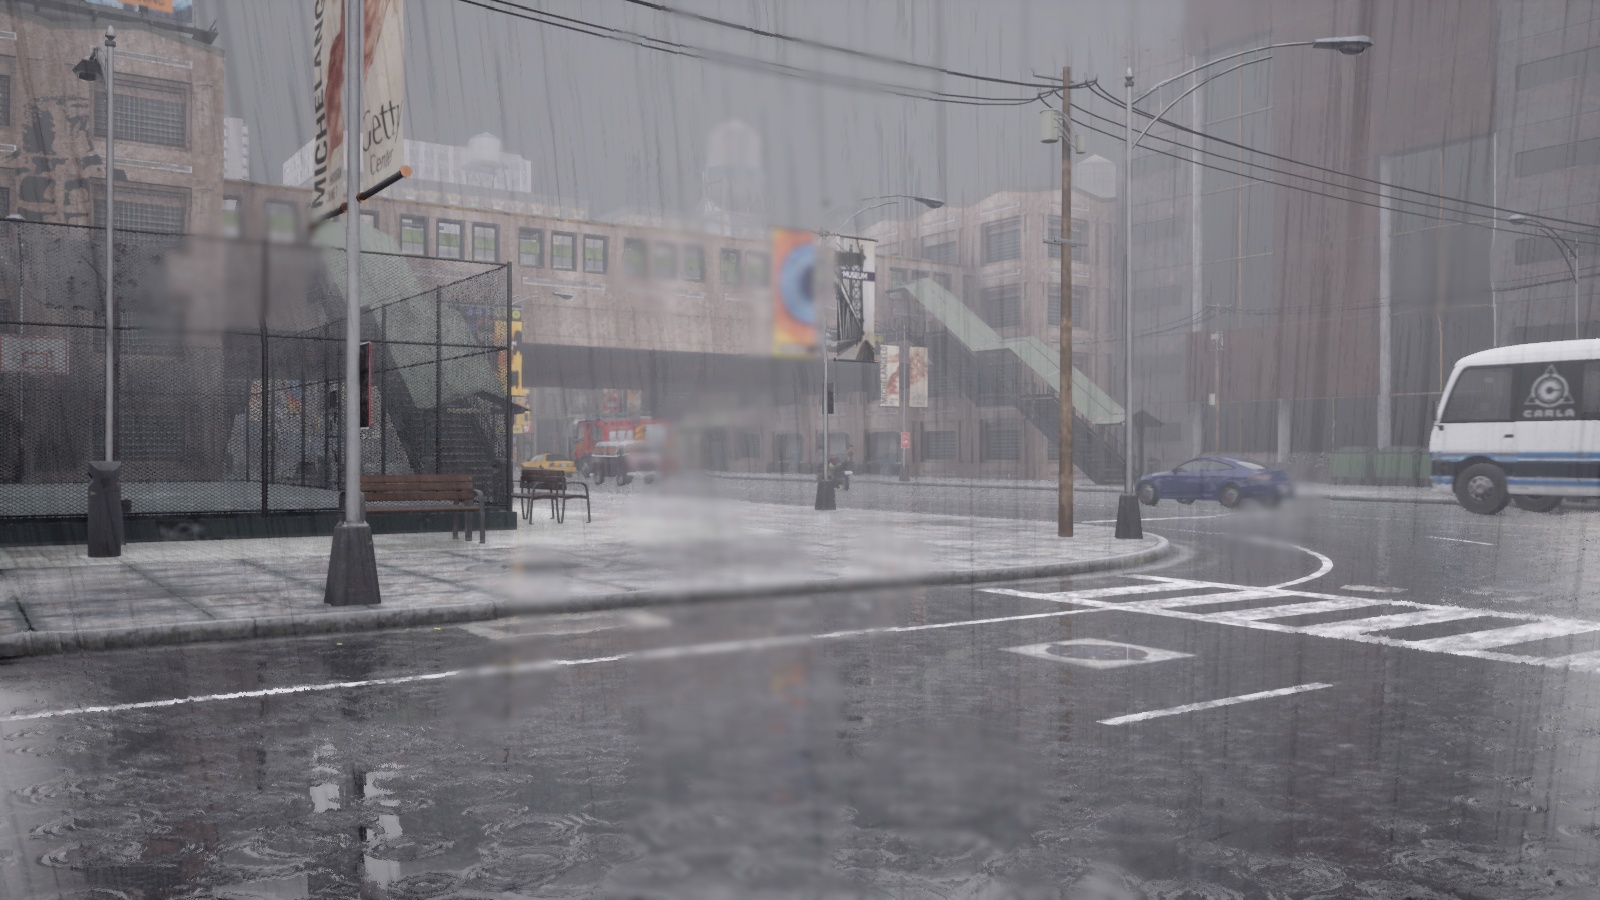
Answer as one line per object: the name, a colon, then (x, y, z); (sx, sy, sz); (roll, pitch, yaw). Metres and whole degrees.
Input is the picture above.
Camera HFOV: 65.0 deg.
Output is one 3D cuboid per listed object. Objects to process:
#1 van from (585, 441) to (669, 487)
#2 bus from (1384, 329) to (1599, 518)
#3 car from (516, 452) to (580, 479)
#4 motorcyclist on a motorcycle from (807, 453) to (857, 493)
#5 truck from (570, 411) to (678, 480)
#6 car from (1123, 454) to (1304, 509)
van: (-7.960, 0.626, 57.611); (2.069, 2.038, 4.480); (0, 0, -34)
bus: (19.610, -0.602, 29.285); (3.944, 4.253, 10.273); (0, 0, -34)
car: (-14.984, 0.898, 74.457); (1.801, 1.575, 5.366); (0, 0, -34)
motorcyclist on a motorcycle: (1.261, 0.900, 50.156); (0.866, 1.530, 2.191); (0, 0, -34)
truck: (-10.508, -0.216, 74.081); (2.891, 3.827, 8.468); (0, 0, -34)
car: (11.455, 0.832, 35.104); (1.812, 1.442, 4.674); (0, 0, -34)
